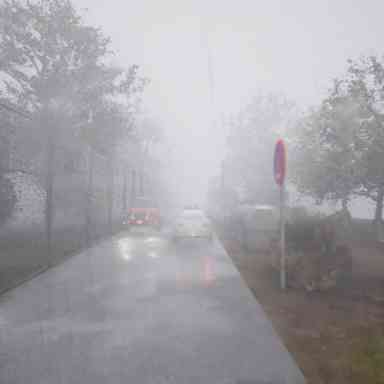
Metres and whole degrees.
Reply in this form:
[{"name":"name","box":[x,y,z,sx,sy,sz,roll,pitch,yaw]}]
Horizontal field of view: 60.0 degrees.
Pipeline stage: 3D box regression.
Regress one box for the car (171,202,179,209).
[{"name":"car","box":[-2.893,2.614,62.351,2.033,1.411,5.357,0,-2,1]}]

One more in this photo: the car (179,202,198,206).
[{"name":"car","box":[-0.029,1.904,34.243,1.994,1.385,4.181,0,-1,0]}]

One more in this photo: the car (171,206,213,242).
[{"name":"car","box":[0.036,1.621,16.757,1.812,1.442,4.674,0,-1,0]}]

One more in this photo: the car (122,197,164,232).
[{"name":"car","box":[-2.978,1.363,21.403,2.150,2.045,5.566,0,-1,-1]}]
